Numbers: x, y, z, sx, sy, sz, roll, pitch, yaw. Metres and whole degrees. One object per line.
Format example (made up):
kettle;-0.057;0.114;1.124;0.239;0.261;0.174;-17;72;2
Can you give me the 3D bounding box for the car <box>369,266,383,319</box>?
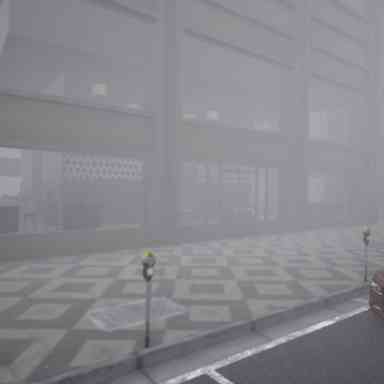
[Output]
car;5.051;1.542;6.183;4.507;1.381;1.887;0;1;-35
